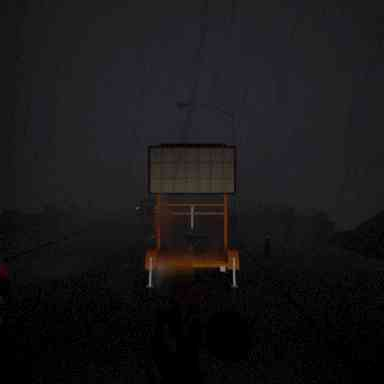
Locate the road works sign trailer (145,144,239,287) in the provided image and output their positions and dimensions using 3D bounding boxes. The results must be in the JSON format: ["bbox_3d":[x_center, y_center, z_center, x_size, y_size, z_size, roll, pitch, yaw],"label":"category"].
[{"bbox_3d":[0.009,0.464,9.270,2.380,3.560,2.880,0,0,0],"label":"road works sign trailer"}]

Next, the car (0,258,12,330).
[{"bbox_3d":[-4.095,1.351,3.702,2.097,1.767,4.553,0,0,0],"label":"car"}]

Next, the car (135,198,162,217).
[{"bbox_3d":[-4.075,1.352,31.447,2.097,1.767,4.553,0,0,0],"label":"car"}]
